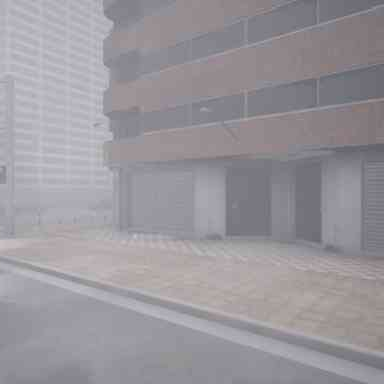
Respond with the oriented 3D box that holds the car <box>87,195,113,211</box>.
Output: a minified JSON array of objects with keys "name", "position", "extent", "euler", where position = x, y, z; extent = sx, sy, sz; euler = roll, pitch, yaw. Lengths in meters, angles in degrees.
[{"name":"car","position":[-10.518,1.505,40.963],"extent":[1.837,1.490,4.892],"euler":[0,0,37]}]

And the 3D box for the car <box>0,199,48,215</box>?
[{"name":"car","position":[-16.770,1.505,32.710],"extent":[1.837,1.490,4.892],"euler":[0,0,37]}]
